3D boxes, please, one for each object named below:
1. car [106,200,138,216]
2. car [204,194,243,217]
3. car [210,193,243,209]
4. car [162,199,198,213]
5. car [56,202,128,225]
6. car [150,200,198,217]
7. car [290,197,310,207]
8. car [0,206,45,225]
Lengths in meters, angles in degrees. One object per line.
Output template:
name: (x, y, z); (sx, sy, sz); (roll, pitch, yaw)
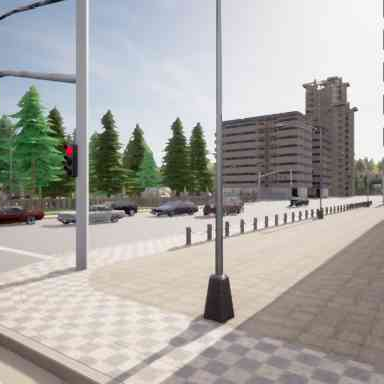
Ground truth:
car: (-7.083, 1.480, 29.876); (1.882, 1.535, 5.008); (0, 0, 36)
car: (3.069, 1.353, 31.712); (2.097, 1.767, 4.553); (0, 0, 36)
car: (4.928, 1.224, 46.638); (2.150, 2.045, 5.566); (0, 0, 36)
car: (-1.329, 1.566, 37.940); (1.994, 1.385, 4.181); (0, 0, 35)
car: (-7.148, 1.603, 23.758); (1.895, 1.301, 4.718); (0, 0, 36)
car: (-1.539, 1.549, 31.612); (2.033, 1.411, 5.357); (0, 0, 36)
car: (16.260, 1.506, 50.204); (1.837, 1.490, 4.892); (0, 0, 35)
car: (-12.573, 1.603, 22.260); (1.895, 1.301, 4.718); (0, 0, 37)
